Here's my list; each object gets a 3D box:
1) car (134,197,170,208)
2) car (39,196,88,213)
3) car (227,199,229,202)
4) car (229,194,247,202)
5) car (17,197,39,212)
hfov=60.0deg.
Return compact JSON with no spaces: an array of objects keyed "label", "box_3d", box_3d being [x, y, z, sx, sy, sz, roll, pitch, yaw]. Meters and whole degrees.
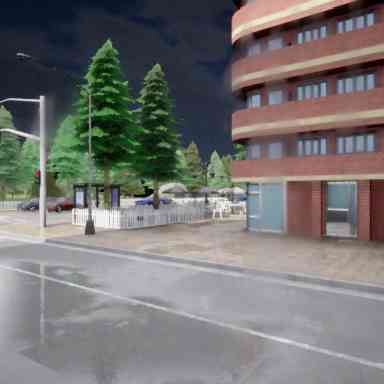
[{"label":"car","box_3d":[-5.896,1.422,46.690,1.882,1.535,5.008,0,0,38]},{"label":"car","box_3d":[-13.660,1.296,36.129,2.097,1.767,4.553,0,0,36]},{"label":"car","box_3d":[8.916,1.445,63.255,4.892,1.490,1.837,0,0,-25]},{"label":"car","box_3d":[10.082,1.156,59.928,5.566,2.045,2.150,0,0,-25]},{"label":"car","box_3d":[-17.097,1.299,37.332,2.097,1.767,4.553,0,0,36]}]
